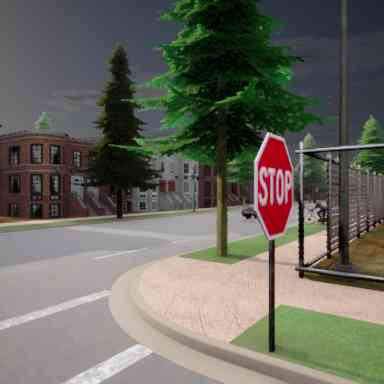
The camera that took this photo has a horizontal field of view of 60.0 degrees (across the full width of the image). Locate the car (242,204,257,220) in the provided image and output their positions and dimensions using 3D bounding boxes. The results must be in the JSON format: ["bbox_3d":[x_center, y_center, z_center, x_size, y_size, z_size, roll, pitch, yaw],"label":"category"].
[{"bbox_3d":[5.978,1.578,27.309,1.895,1.301,4.718,0,0,35],"label":"car"}]
